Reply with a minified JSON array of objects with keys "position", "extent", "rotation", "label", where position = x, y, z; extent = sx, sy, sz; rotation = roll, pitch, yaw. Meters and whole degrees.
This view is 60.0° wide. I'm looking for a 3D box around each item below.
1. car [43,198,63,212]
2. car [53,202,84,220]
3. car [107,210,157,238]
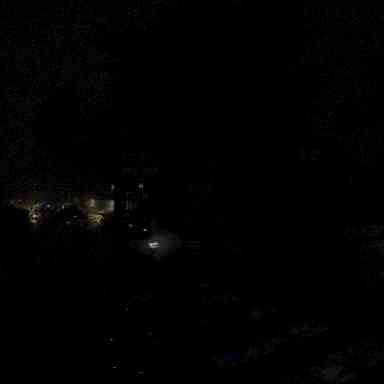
[{"position":[-21.407,2.044,50.488],"extent":[2.150,2.045,5.566],"rotation":[0,-1,-27],"label":"car"},{"position":[-12.651,2.048,34.489],"extent":[2.033,1.411,5.357],"rotation":[0,-1,-30],"label":"car"},{"position":[-3.797,1.842,20.296],"extent":[1.812,1.442,4.674],"rotation":[0,-1,-31],"label":"car"}]
